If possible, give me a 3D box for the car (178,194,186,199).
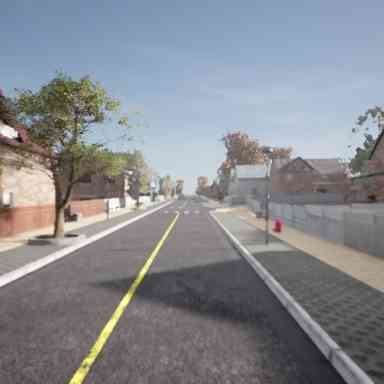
[{"bbox_3d":[-2.797,1.296,92.140,1.837,1.490,4.892,0,0,0],"label":"car"}]

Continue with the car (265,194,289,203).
[{"bbox_3d":[11.349,1.039,42.751,4.553,1.767,2.097,-2,-1,1],"label":"car"}]
